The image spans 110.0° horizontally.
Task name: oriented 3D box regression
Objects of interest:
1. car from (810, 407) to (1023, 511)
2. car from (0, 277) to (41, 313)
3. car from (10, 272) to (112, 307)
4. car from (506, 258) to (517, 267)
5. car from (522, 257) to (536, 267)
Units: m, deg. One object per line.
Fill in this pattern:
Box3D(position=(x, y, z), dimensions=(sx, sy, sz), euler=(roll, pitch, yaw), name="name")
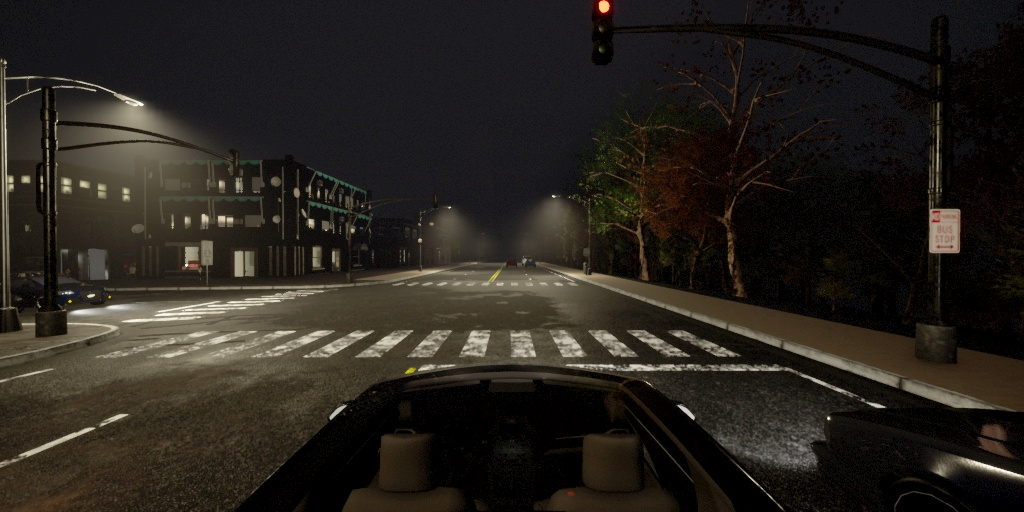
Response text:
Box3D(position=(3.354, 1.298, 0.401), dimensions=(2.033, 1.411, 5.357), euler=(0, 0, 0), name="car")
Box3D(position=(-19.969, 1.565, 12.514), dimensions=(4.313, 1.339, 1.948), euler=(0, 0, 0), name="car")
Box3D(position=(-19.861, 1.534, 15.220), dimensions=(4.181, 1.385, 1.994), euler=(-1, 1, 0), name="car")
Box3D(position=(-0.027, 1.204, 63.151), dimensions=(1.882, 1.535, 5.008), euler=(0, 0, 0), name="car")
Box3D(position=(3.226, 1.274, 63.182), dimensions=(2.033, 1.411, 5.357), euler=(0, 0, 0), name="car")
